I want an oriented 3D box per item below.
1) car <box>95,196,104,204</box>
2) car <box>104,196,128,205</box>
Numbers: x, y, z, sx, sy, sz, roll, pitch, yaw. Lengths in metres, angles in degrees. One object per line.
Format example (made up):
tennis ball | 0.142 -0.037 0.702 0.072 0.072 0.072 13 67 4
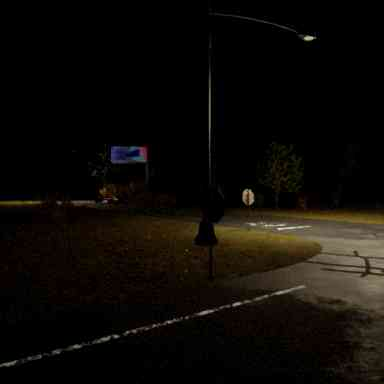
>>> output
car | -16.309 1.380 60.871 2.128 1.511 4.902 0 0 -34
car | -12.323 1.449 54.952 2.033 1.411 5.357 0 0 -33
